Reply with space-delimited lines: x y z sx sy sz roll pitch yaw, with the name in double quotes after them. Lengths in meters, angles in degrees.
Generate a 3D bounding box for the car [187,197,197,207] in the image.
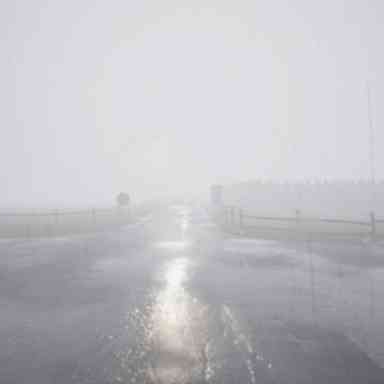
0.008 1.970 59.145 1.895 1.301 4.718 0 0 0 "car"

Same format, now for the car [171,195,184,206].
-2.742 1.613 63.258 2.150 2.045 5.566 0 0 0 "car"

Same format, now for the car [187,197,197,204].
0.009 1.771 69.120 1.837 1.490 4.892 0 0 0 "car"
